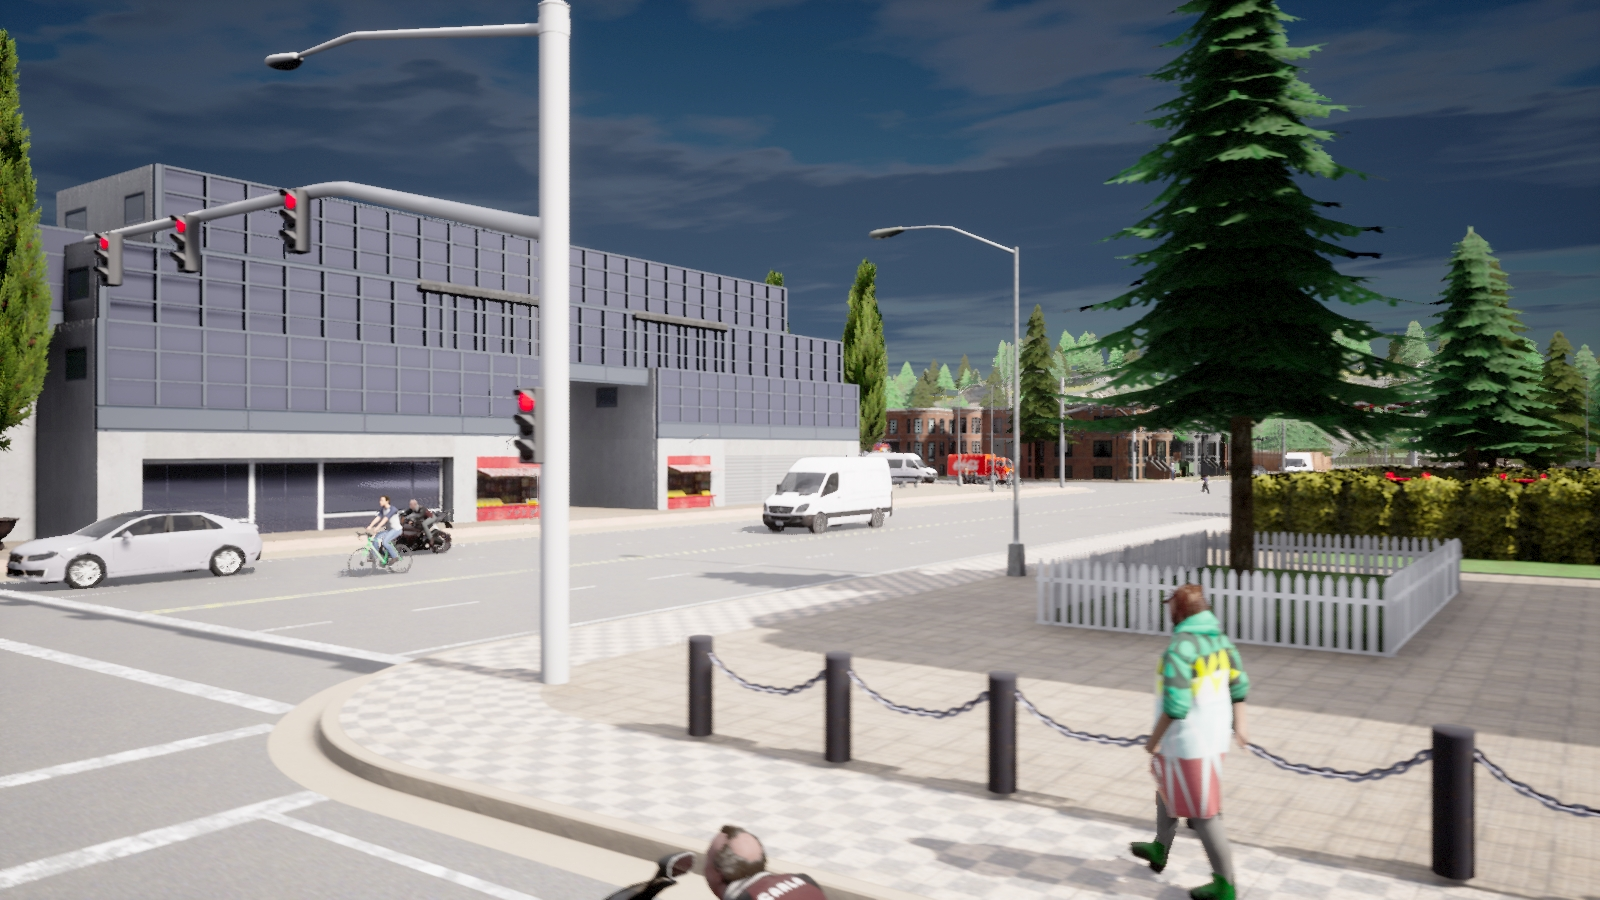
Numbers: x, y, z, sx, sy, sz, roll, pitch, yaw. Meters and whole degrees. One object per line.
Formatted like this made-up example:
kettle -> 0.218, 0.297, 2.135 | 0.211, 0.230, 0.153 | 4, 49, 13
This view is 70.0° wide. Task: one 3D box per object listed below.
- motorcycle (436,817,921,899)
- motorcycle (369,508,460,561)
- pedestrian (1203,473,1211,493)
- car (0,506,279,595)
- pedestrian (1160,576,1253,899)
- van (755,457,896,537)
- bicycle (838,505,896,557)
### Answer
motorcycle -> -0.185, 2.206, 3.914 | 2.209, 1.251, 0.867 | 0, 0, 35
motorcycle -> -10.200, 2.212, 30.291 | 0.867, 1.251, 2.209 | 0, 0, 35
pedestrian -> 26.378, 2.134, 74.087 | 0.375, 1.300, 0.375 | 0, 0, 35
car -> -14.211, 2.069, 24.689 | 2.231, 1.480, 4.892 | 0, 0, 37
pedestrian -> 2.383, 1.698, 6.701 | 0.375, 1.860, 0.375 | 0, 0, -41
van -> 1.010, 1.540, 40.119 | 1.988, 2.561, 5.915 | 0, 0, 35
bicycle -> 1.807, 2.162, 30.668 | 0.859, 1.276, 1.487 | 0, 0, 36
